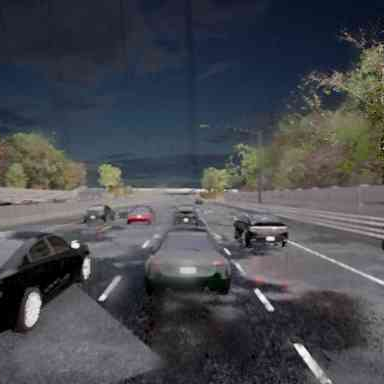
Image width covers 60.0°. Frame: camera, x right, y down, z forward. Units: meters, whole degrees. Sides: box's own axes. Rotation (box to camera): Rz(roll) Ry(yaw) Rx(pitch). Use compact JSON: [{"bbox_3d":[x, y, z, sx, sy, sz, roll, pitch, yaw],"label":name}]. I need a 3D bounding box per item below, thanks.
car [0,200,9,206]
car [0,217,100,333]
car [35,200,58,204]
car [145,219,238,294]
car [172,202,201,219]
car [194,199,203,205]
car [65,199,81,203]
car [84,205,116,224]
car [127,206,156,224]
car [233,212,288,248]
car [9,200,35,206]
[{"bbox_3d":[-29.167,1.892,51.265,1.895,1.301,4.718,1,-1,-1],"label":"car"},{"bbox_3d":[-3.576,1.519,6.876,1.882,1.535,5.008,1,-1,-1],"label":"car"},{"bbox_3d":[-22.192,1.928,51.890,1.994,1.385,4.181,1,-1,-1],"label":"car"},{"bbox_3d":[-0.126,1.662,9.090,1.994,1.385,4.181,1,-1,-1],"label":"car"},{"bbox_3d":[-0.494,1.789,26.381,1.837,1.490,4.892,1,-1,-1],"label":"car"},{"bbox_3d":[1.667,2.505,84.573,1.837,1.490,4.892,1,-1,-1],"label":"car"},{"bbox_3d":[-18.697,1.877,52.091,1.882,1.535,5.008,1,-1,-1],"label":"car"},{"bbox_3d":[-7.516,1.753,27.333,1.812,1.442,4.674,1,-1,-1],"label":"car"},{"bbox_3d":[-4.006,1.821,27.011,1.994,1.385,4.181,1,-1,-1],"label":"car"},{"bbox_3d":[3.130,1.695,15.907,2.128,1.511,4.902,1,-1,-1],"label":"car"},{"bbox_3d":[-25.681,1.927,51.474,1.895,1.301,4.718,1,-1,-1],"label":"car"}]
